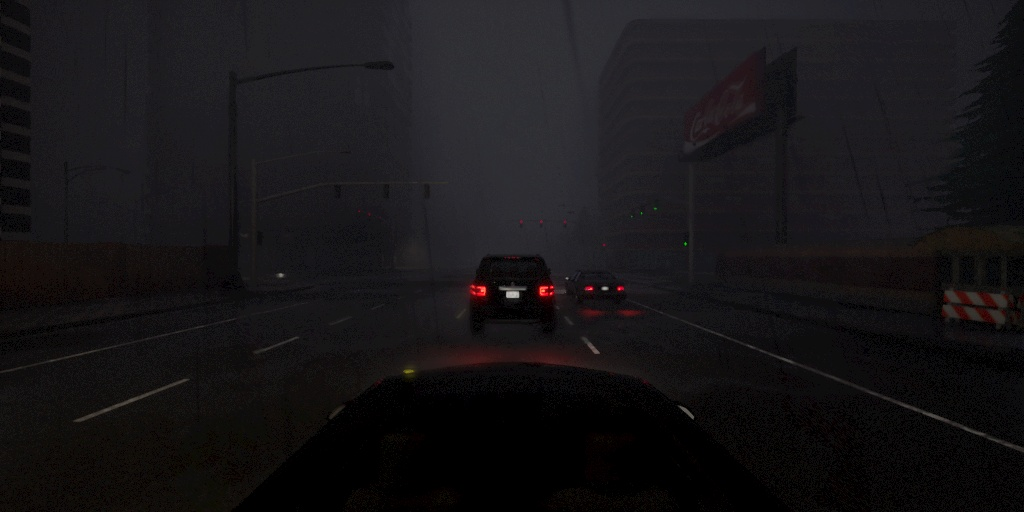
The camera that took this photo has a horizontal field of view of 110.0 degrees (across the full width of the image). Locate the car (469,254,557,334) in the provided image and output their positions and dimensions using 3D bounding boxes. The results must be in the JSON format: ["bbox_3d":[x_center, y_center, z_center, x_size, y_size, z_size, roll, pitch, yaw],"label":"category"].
[{"bbox_3d":[0.042,0.969,10.770,2.150,2.045,5.566,0,0,1],"label":"car"}]

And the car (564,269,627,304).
[{"bbox_3d":[3.588,1.293,16.223,2.033,1.411,5.357,0,0,0],"label":"car"}]

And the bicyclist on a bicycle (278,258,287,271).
[{"bbox_3d":[-28.012,1.041,43.759,0.582,1.620,1.656,0,0,0],"label":"bicyclist on a bicycle"}]

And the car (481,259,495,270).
[{"bbox_3d":[-3.563,1.263,54.960,1.812,1.442,4.674,0,0,0],"label":"car"}]
